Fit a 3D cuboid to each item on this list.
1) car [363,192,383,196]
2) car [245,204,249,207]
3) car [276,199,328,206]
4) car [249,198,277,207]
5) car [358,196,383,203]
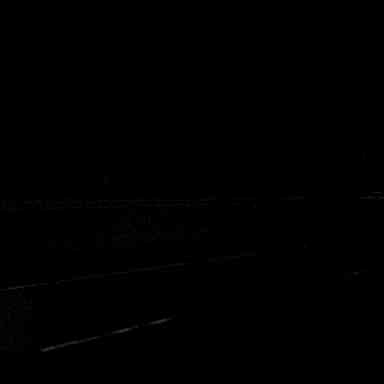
[{"bbox_3d":[25.655,1.026,46.740,5.566,2.045,2.150,0,0,-34],"label":"car"},{"bbox_3d":[7.983,1.348,34.815,5.357,1.411,2.033,0,0,-34],"label":"car"},{"bbox_3d":[9.535,1.362,27.424,4.892,1.490,1.837,0,0,-34],"label":"car"},{"bbox_3d":[7.684,1.392,30.397,4.181,1.385,1.994,0,0,-34],"label":"car"},{"bbox_3d":[22.649,1.433,40.524,4.718,1.301,1.895,0,0,-34],"label":"car"}]
